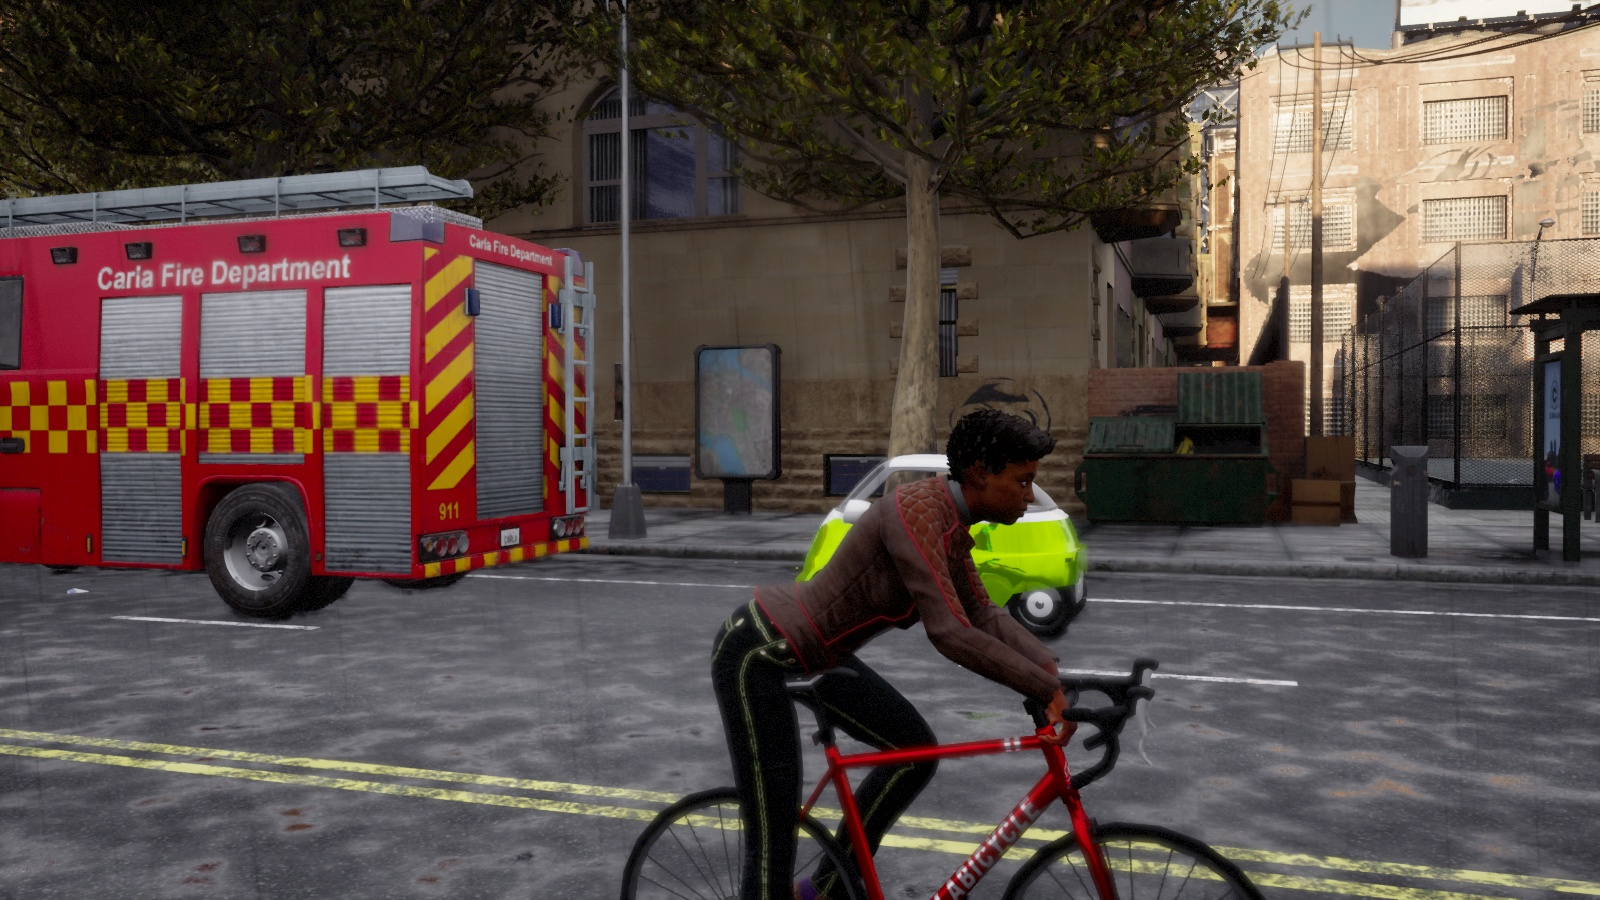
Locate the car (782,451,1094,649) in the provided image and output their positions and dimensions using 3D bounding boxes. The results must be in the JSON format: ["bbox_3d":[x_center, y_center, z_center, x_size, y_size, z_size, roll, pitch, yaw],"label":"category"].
[{"bbox_3d":[1.153,0.723,10.141,2.207,1.376,1.481,1,1,19],"label":"car"}]

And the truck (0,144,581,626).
[{"bbox_3d":[-6.695,-0.566,12.681,8.468,3.827,2.891,1,1,19],"label":"truck"}]

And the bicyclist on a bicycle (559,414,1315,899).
[{"bbox_3d":[0.305,0.732,3.021,1.656,1.620,0.582,1,1,17],"label":"bicyclist on a bicycle"}]
